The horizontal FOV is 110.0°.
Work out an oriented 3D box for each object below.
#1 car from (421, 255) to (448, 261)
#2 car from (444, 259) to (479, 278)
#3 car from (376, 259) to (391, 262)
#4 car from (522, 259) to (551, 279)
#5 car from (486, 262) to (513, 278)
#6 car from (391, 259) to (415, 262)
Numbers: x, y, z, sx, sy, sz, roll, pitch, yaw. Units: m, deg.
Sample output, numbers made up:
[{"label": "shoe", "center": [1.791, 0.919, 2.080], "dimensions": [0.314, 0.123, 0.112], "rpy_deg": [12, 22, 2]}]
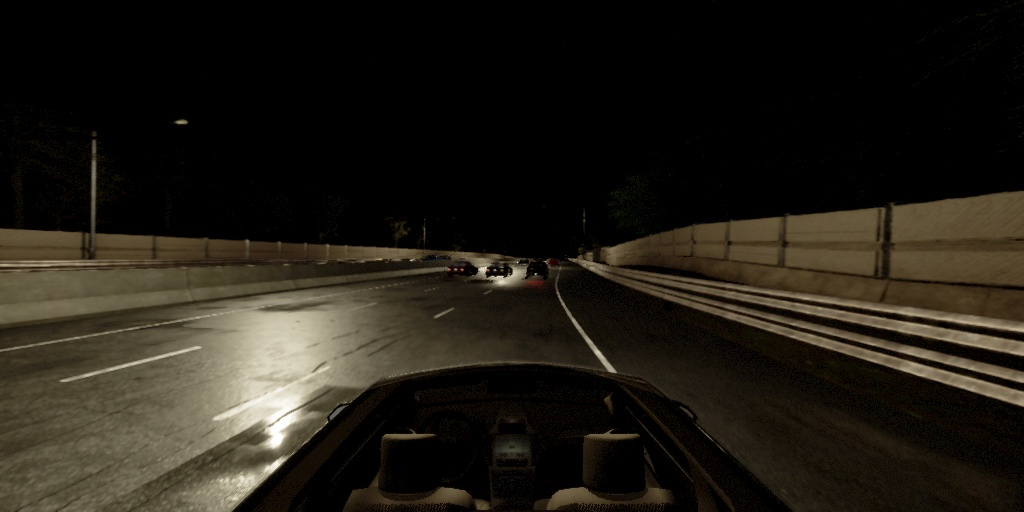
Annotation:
[{"label": "car", "center": [-12.154, 0.837, 54.932], "dimensions": [2.150, 2.045, 5.566], "rpy_deg": [1, 0, 9]}, {"label": "car", "center": [-4.576, 1.245, 33.793], "dimensions": [2.033, 1.411, 5.357], "rpy_deg": [1, 0, 8]}, {"label": "car", "center": [-19.244, 1.087, 54.795], "dimensions": [2.033, 1.411, 5.357], "rpy_deg": [1, 0, 9]}, {"label": "car", "center": [2.357, 1.279, 32.817], "dimensions": [1.837, 1.490, 4.892], "rpy_deg": [1, 0, 8]}, {"label": "car", "center": [-1.110, 1.283, 33.294], "dimensions": [2.033, 1.411, 5.357], "rpy_deg": [1, 0, 8]}, {"label": "car", "center": [-15.761, 1.124, 54.444], "dimensions": [2.033, 1.411, 5.357], "rpy_deg": [1, 0, 9]}]
